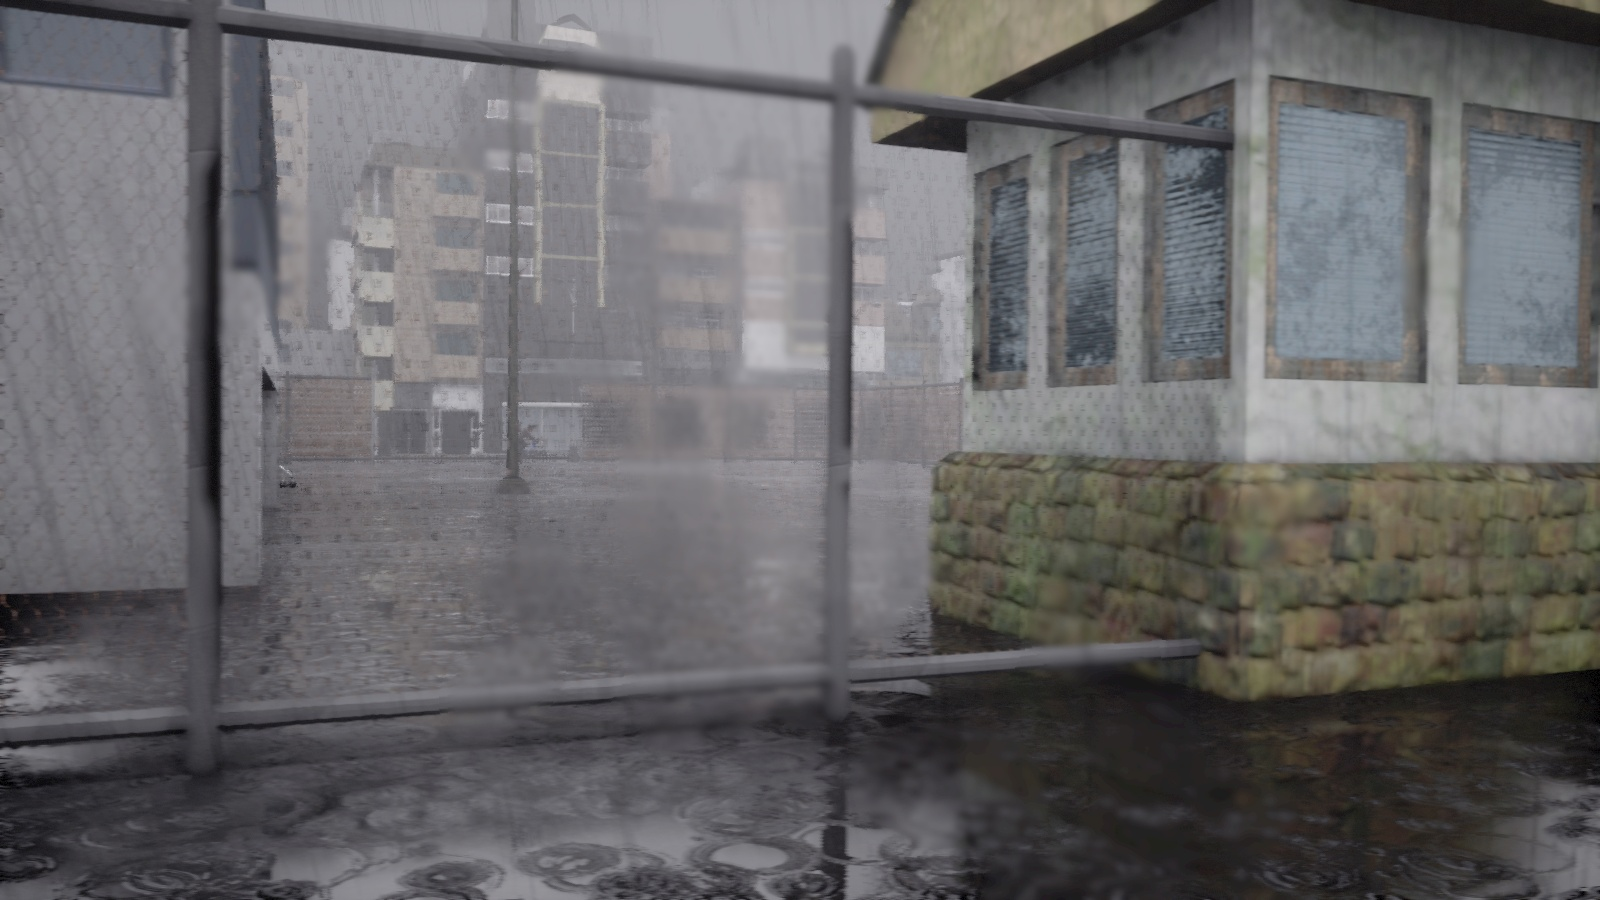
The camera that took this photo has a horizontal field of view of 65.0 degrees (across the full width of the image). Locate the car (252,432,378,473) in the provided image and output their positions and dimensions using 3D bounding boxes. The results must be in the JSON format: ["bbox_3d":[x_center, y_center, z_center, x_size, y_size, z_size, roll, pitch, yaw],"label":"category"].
[{"bbox_3d":[-20.548,0.079,53.301,4.856,1.649,2.033,-1,1,-22],"label":"car"}]
